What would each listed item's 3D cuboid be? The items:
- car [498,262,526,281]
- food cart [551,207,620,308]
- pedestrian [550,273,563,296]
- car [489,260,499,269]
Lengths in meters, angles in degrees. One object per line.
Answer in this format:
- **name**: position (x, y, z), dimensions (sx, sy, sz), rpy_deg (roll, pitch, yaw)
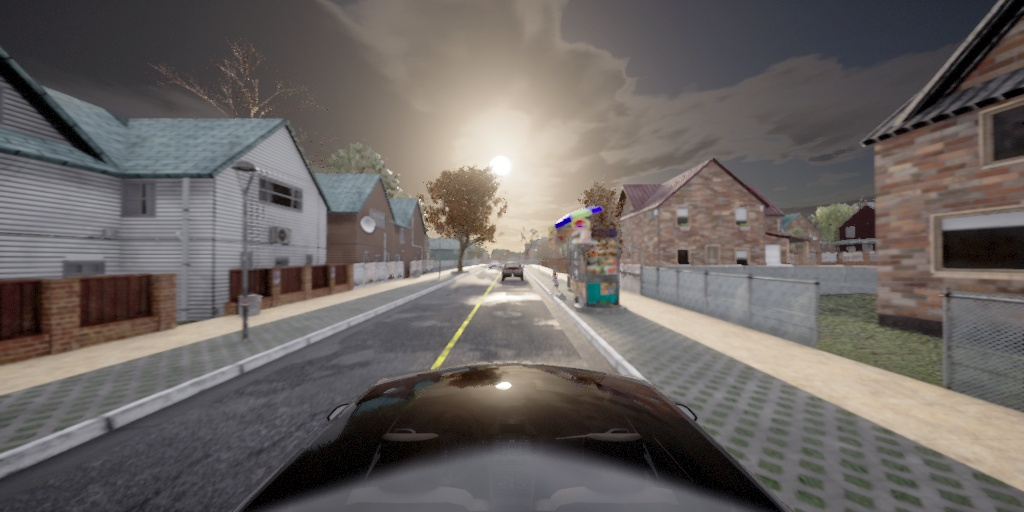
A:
- **car**: position (0.068, 1.288, 30.635), dimensions (1.837, 1.490, 4.892), rpy_deg (0, 0, 1)
- **food cart**: position (3.011, 0.217, 13.798), dimensions (2.280, 3.560, 4.660), rpy_deg (0, 0, 0)
- **pedestrian**: position (2.040, 1.277, 16.630), dimensions (0.500, 1.100, 0.500), rpy_deg (1, -1, -1)
- **car**: position (-2.788, 1.446, 59.359), dimensions (1.812, 1.442, 4.674), rpy_deg (0, 0, 1)
